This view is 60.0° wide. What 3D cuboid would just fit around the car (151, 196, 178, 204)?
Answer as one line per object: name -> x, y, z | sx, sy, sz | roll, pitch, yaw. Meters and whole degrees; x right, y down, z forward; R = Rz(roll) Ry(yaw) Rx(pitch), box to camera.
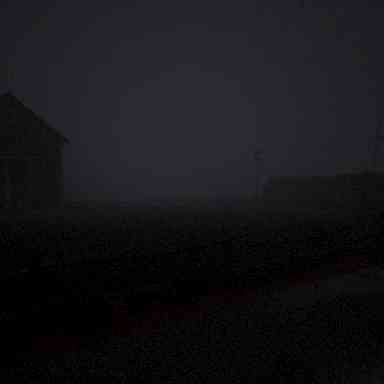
car -> -4.194, 1.325, 49.319 | 2.033, 1.411, 5.357 | -1, 0, -35
